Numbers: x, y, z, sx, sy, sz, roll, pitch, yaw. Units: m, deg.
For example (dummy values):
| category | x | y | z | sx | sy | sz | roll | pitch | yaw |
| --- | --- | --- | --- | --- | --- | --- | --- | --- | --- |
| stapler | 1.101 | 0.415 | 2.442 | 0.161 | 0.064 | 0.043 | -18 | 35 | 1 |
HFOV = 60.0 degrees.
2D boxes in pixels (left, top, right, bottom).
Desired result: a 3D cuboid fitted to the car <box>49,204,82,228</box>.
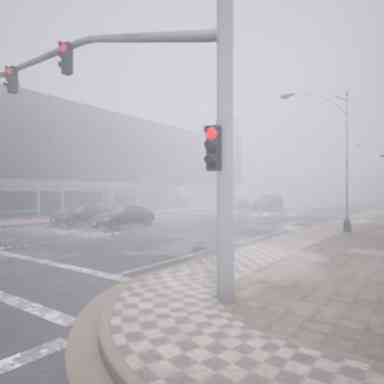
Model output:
| category | x | y | z | sx | sy | sz | roll | pitch | yaw |
| --- | --- | --- | --- | --- | --- | --- | --- | --- | --- |
| car | -7.384 | 1.544 | 22.799 | 1.812 | 1.442 | 4.674 | 0 | 0 | 35 |

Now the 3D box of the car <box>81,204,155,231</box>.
| category | x | y | z | sx | sy | sz | roll | pitch | yaw |
| --- | --- | --- | --- | --- | --- | --- | --- | --- | --- |
| car | -4.319 | 1.541 | 21.105 | 1.812 | 1.442 | 4.674 | 0 | 0 | 36 |

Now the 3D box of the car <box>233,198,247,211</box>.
| category | x | y | z | sx | sy | sz | roll | pitch | yaw |
| --- | --- | --- | --- | --- | --- | --- | --- | --- | --- |
| car | 5.704 | 1.509 | 41.042 | 2.128 | 1.511 | 4.902 | 0 | 0 | 36 |

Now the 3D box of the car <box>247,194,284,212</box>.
| category | x | y | z | sx | sy | sz | roll | pitch | yaw |
| --- | --- | --- | --- | --- | --- | --- | --- | --- | --- |
| car | 9.176 | 1.236 | 39.874 | 2.150 | 2.045 | 5.566 | 0 | 0 | 36 |
